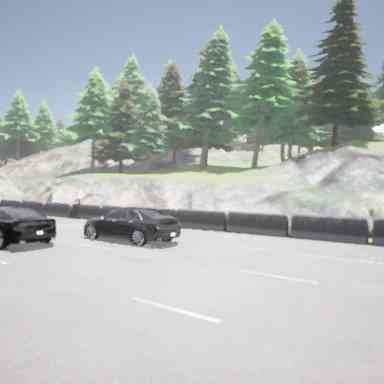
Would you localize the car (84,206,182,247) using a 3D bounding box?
[{"bbox_3d":[-2.709,1.399,14.531,4.892,1.490,1.837,1,0,36],"label":"car"}]

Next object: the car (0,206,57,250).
[{"bbox_3d":[-7.649,1.335,13.760,5.008,1.535,1.882,1,0,36],"label":"car"}]
